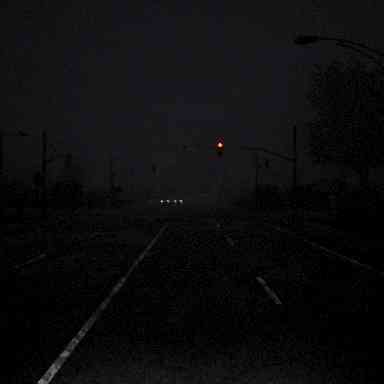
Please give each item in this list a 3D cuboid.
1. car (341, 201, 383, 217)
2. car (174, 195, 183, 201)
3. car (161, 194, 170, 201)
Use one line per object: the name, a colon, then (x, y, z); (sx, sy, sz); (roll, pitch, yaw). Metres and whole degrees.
car: (16.146, 1.495, 30.922); (4.181, 1.385, 1.994); (0, 0, 3)
car: (-3.494, 1.515, 87.518); (1.812, 1.442, 4.674); (0, 0, 0)
car: (-6.994, 1.346, 87.558); (2.097, 1.767, 4.553); (0, 0, 0)
